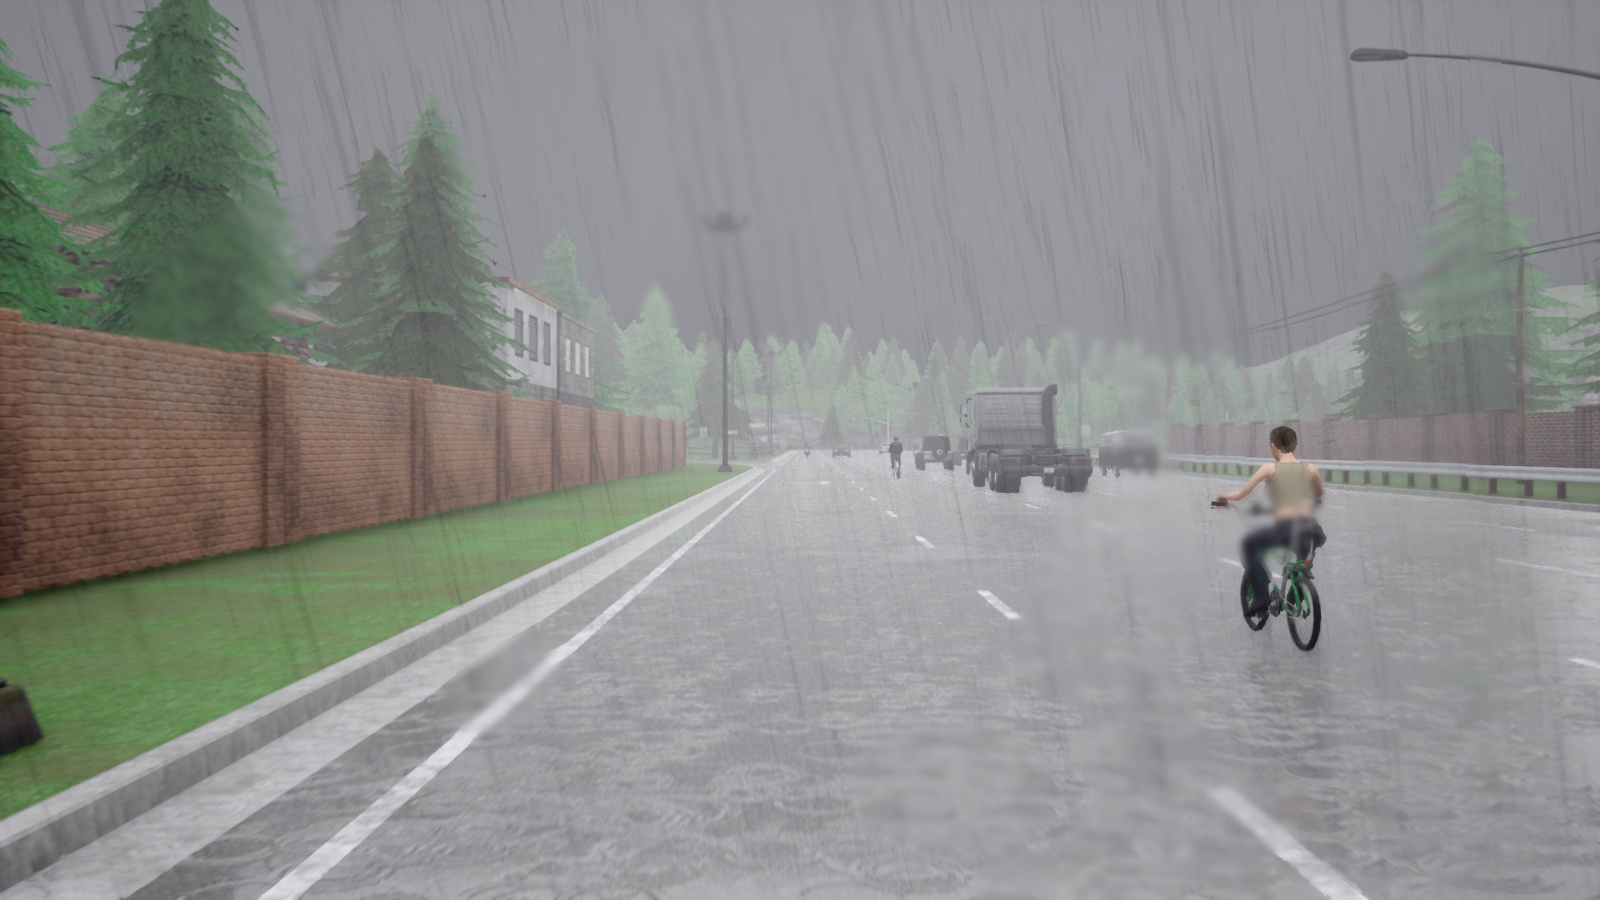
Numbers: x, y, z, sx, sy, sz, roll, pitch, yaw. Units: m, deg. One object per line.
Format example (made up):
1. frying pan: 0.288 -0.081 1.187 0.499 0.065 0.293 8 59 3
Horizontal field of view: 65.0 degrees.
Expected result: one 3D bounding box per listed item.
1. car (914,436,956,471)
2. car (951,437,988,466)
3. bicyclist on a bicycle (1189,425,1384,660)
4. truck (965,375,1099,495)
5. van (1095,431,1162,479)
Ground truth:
1. car: 7.407 0.159 69.122 1.905 1.878 3.866 0 0 0
2. car: 10.979 0.091 81.743 1.905 1.878 3.866 0 0 0
3. bicyclist on a bicycle: 3.574 0.633 9.382 0.866 1.612 1.509 0 0 0
4. truck: 7.245 -0.457 40.407 2.891 3.462 7.936 0 0 0
5. van: 14.327 0.201 54.966 1.775 1.987 4.442 0 0 0
